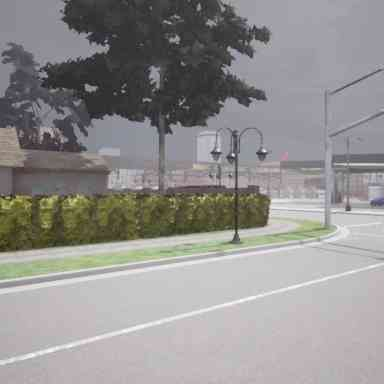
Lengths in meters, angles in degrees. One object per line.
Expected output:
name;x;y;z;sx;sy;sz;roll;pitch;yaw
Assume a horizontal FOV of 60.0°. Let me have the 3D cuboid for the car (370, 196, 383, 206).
car;28.512;1.295;48.482;2.242;1.667;4.611;0;0;-35
